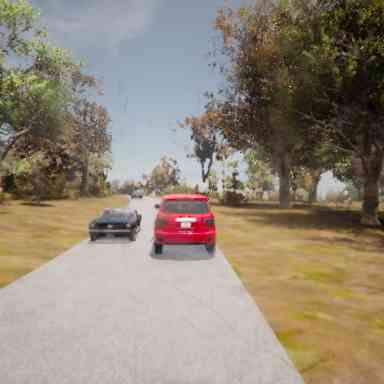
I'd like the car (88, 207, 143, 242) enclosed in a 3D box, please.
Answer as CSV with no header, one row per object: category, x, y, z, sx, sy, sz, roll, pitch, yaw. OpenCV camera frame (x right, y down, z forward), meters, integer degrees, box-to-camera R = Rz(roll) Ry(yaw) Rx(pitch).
car,-3.419,1.393,15.503,1.895,1.301,4.718,1,1,-4

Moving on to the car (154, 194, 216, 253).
car,-0.341,1.093,13.381,2.150,2.045,5.566,0,1,-3

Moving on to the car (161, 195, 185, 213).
car,-1.825,1.050,30.116,1.895,1.301,4.718,1,1,-7

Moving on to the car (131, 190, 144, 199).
car,-9.187,0.437,55.642,2.033,1.411,5.357,1,1,-12
